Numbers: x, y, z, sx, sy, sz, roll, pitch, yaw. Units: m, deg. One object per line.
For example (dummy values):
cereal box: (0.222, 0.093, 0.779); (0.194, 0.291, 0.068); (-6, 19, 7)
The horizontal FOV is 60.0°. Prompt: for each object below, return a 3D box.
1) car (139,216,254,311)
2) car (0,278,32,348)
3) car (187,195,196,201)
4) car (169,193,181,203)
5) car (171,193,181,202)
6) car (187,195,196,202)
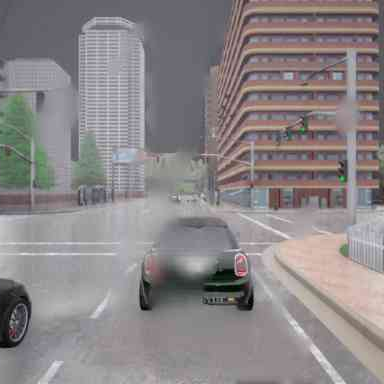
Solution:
car: (0.098, 1.352, 7.936); (2.097, 1.767, 4.553); (0, 0, 1)
car: (-3.431, 1.526, 3.317); (1.812, 1.442, 4.674); (0, 0, 0)
car: (-0.161, 1.506, 85.343); (2.128, 1.511, 4.902); (0, 0, 0)
car: (-3.525, 1.491, 66.085); (2.128, 1.511, 4.902); (0, 0, 0)
car: (-3.643, 1.219, 76.086); (2.150, 2.045, 5.566); (0, 0, 0)
car: (-0.144, 1.518, 76.344); (1.812, 1.442, 4.674); (0, 0, 0)
